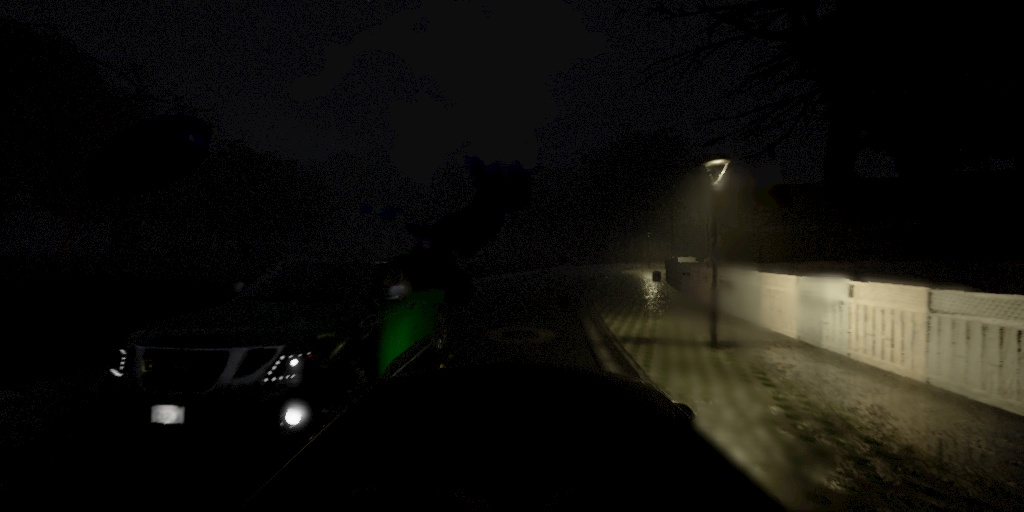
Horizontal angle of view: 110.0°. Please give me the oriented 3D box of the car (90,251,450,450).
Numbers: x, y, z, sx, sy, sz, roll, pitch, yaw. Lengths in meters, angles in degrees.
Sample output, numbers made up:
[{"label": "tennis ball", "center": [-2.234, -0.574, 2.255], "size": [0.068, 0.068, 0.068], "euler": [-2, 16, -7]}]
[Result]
[{"label": "car", "center": [-2.564, 0.938, 5.660], "size": [2.150, 2.045, 5.566], "euler": [0, 0, 5]}]
